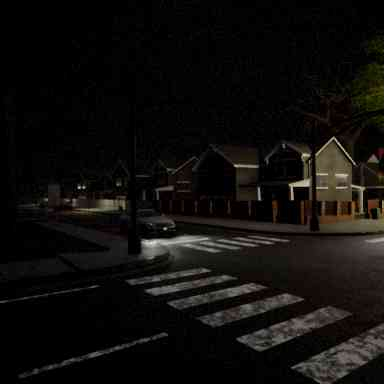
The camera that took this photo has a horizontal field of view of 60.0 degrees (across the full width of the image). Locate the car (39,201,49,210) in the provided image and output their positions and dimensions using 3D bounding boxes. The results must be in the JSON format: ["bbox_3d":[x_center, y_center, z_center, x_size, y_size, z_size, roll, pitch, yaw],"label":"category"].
[{"bbox_3d":[-24.231,2.186,55.542,1.994,1.385,4.181,-1,0,-35],"label":"car"}]

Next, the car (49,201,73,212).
[{"bbox_3d":[-18.255,1.985,47.013,2.128,1.511,4.902,-1,0,-34],"label":"car"}]

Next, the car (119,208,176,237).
[{"bbox_3d":[-2.792,1.718,19.750,1.812,1.442,4.674,-1,0,-35],"label":"car"}]
